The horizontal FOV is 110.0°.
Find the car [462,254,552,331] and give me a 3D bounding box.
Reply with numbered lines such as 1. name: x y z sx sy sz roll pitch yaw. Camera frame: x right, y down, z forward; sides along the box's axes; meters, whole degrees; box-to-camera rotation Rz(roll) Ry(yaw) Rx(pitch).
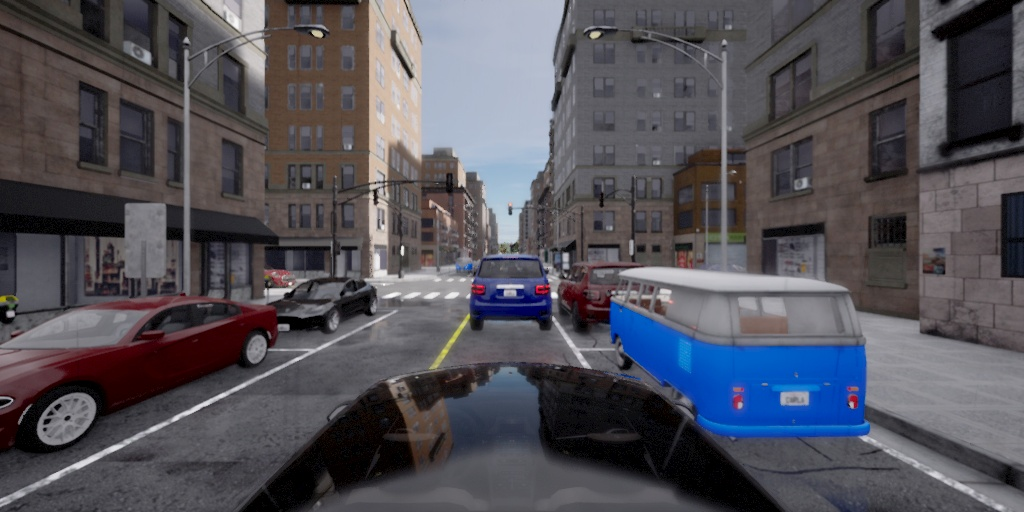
1. car: 0.008 0.972 11.192 2.150 2.045 5.566 0 0 1

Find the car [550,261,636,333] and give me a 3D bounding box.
1. car: 2.589 1.065 10.698 2.192 1.841 5.009 0 0 0

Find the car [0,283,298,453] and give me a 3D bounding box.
1. car: -5.402 1.295 5.137 1.888 1.381 4.507 0 0 0

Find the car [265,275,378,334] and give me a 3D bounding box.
1. car: -5.436 1.316 10.648 1.948 1.339 4.313 0 0 0

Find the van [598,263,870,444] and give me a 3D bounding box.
1. van: 2.623 1.091 5.186 1.690 1.789 3.998 0 0 0

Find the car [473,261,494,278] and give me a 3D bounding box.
1. car: -2.825 1.253 34.690 1.837 1.490 4.892 0 0 -6

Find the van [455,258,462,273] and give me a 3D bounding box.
1. van: -5.654 1.088 42.611 1.690 1.789 3.998 0 0 0

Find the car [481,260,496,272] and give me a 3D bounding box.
1. car: -3.130 1.274 49.013 1.812 1.442 4.674 0 1 0

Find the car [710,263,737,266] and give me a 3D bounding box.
1. car: 14.615 1.226 25.647 5.357 1.411 2.033 0 0 0

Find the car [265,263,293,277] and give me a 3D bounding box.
1. car: -16.147 1.167 22.461 4.553 1.767 2.097 0 0 0
